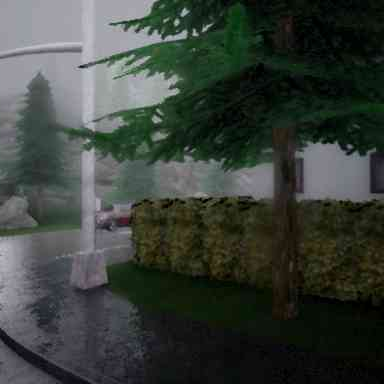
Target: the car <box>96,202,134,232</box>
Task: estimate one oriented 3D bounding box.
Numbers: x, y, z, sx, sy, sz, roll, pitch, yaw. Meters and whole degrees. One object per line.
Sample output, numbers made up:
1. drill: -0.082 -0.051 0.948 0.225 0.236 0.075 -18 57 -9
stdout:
1. car: -4.623 1.450 21.108 2.097 1.767 4.553 0 0 36
